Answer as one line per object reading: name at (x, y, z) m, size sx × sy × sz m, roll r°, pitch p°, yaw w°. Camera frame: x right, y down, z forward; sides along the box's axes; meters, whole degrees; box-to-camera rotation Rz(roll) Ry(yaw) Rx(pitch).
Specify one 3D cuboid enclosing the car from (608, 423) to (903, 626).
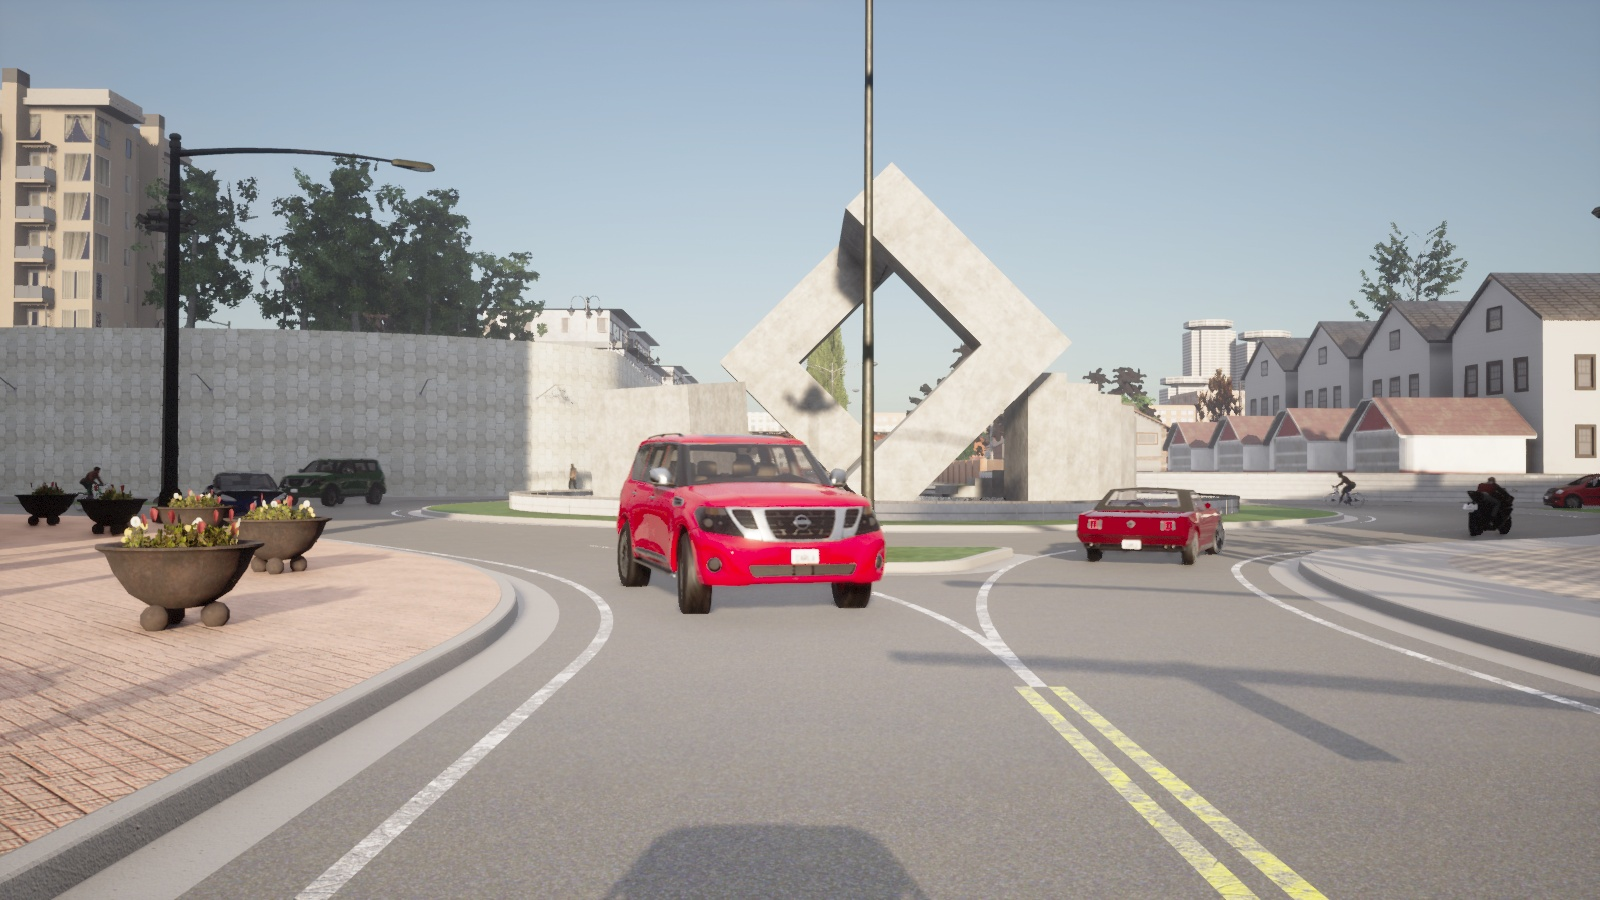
car at (-0.827, 0.798, 15.619) m, size 2.150 × 2.045 × 5.566 m, roll 0°, pitch -1°, yaw -19°

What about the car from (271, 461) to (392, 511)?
car at (-20.061, 1.520, 54.098) m, size 2.150 × 2.045 × 5.566 m, roll -1°, pitch -1°, yaw 14°

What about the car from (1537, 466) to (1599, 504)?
car at (33.893, 1.472, 53.406) m, size 3.988 × 1.617 × 1.851 m, roll 0°, pitch -1°, yaw 12°

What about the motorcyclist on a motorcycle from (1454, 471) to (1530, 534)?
motorcyclist on a motorcycle at (17.662, 1.316, 32.039) m, size 2.191 × 1.530 × 0.866 m, roll 0°, pitch -2°, yaw -37°

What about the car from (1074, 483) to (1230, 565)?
car at (6.555, 1.274, 23.021) m, size 1.895 × 1.301 × 4.718 m, roll -1°, pitch -1°, yaw 26°

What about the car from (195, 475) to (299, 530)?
car at (-16.343, 1.499, 36.974) m, size 2.163 × 1.488 × 4.792 m, roll 0°, pitch -1°, yaw -32°

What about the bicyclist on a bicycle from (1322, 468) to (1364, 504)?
bicyclist on a bicycle at (24.624, 1.623, 56.983) m, size 1.656 × 1.620 × 0.582 m, roll -1°, pitch -2°, yaw 31°
